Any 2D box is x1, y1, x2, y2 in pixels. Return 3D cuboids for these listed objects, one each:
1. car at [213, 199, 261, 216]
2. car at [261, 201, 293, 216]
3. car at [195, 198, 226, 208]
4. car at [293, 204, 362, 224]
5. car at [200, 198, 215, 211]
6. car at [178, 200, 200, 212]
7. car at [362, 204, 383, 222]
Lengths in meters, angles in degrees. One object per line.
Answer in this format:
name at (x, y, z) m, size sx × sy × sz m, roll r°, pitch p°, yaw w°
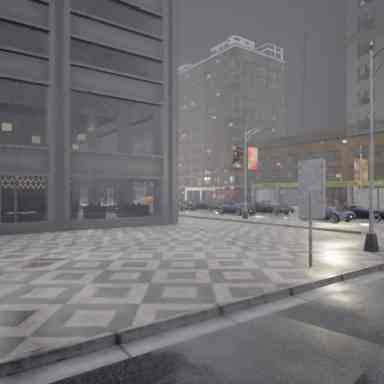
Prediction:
car at (4.513, 1.654, 33.721) m, size 1.994 × 1.385 × 4.181 m, roll 0°, pitch 0°, yaw -36°
car at (7.947, 1.632, 34.506) m, size 2.033 × 1.411 × 5.357 m, roll 0°, pitch 0°, yaw -36°
car at (2.842, 1.685, 52.988) m, size 2.033 × 1.411 × 5.357 m, roll 0°, pitch 0°, yaw -36°
car at (10.333, 1.615, 25.670) m, size 1.994 × 1.385 × 4.181 m, roll 0°, pitch 0°, yaw -36°
car at (1.964, 1.666, 42.786) m, size 2.033 × 1.411 × 5.357 m, roll 0°, pitch 0°, yaw -36°
car at (-1.366, 1.686, 41.861) m, size 1.994 × 1.385 × 4.181 m, roll 0°, pitch 0°, yaw -35°
car at (13.603, 1.647, 26.692) m, size 1.895 × 1.301 × 4.718 m, roll 0°, pitch 0°, yaw -36°
